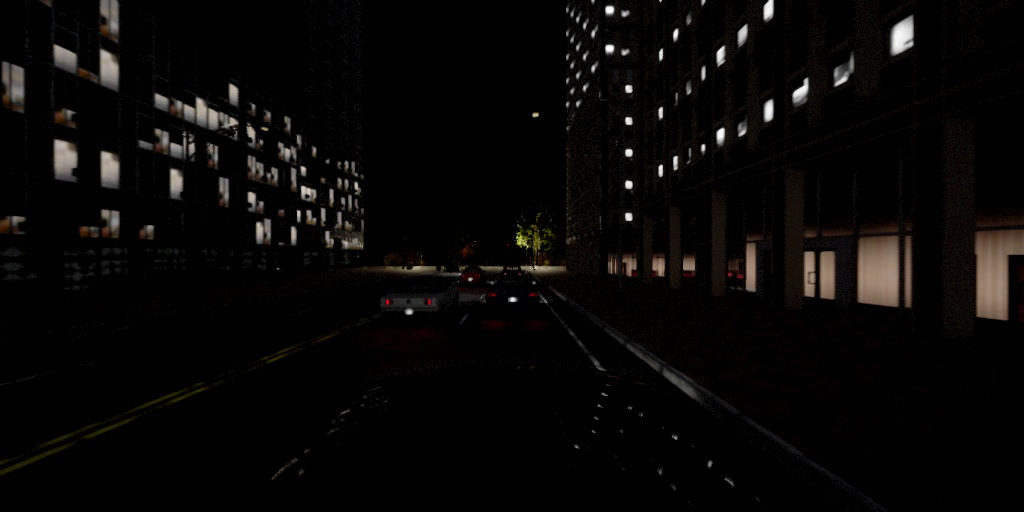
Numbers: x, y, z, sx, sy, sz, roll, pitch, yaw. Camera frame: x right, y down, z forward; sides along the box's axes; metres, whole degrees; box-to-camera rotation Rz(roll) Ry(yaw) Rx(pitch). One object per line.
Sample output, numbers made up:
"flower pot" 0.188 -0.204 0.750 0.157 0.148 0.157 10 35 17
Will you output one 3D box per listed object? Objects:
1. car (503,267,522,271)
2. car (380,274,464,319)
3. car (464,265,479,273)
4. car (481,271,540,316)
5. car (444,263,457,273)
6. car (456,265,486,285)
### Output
"car" 0.043 1.600 29.097 2.128 1.511 4.902 0 -1 1
"car" -3.211 1.506 13.495 1.895 1.301 4.718 0 -1 1
"car" -6.565 2.076 58.493 1.895 1.301 4.718 0 -1 1
"car" 0.046 1.480 14.191 1.994 1.385 4.181 0 -1 1
"car" -9.814 1.979 58.465 1.837 1.490 4.892 0 -1 0
"car" -3.201 1.642 29.816 1.812 1.442 4.674 0 0 0
